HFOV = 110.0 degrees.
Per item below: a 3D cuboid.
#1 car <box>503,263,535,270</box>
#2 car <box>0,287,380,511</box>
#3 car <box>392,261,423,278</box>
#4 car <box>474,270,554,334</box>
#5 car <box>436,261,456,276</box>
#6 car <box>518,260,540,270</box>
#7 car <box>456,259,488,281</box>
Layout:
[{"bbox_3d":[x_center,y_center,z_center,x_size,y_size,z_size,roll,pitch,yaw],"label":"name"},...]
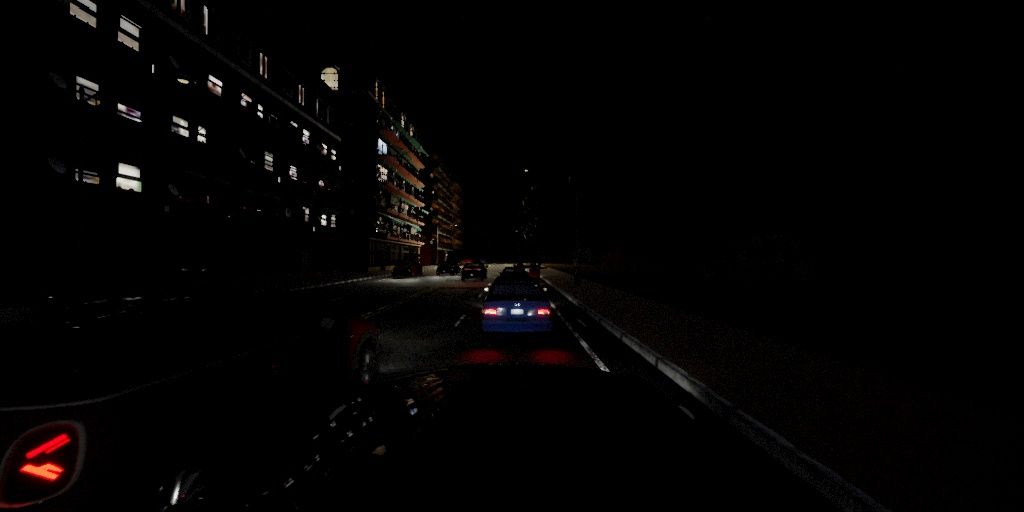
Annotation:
[{"bbox_3d":[0.118,1.317,20.904,1.994,1.385,4.181,0,0,1],"label":"car"},{"bbox_3d":[-3.150,1.103,3.872,2.097,1.767,4.553,0,0,0],"label":"car"},{"bbox_3d":[-9.810,1.231,33.897,1.882,1.535,5.008,0,0,0],"label":"car"},{"bbox_3d":[0.112,1.299,10.570,2.033,1.411,5.357,0,0,0],"label":"car"},{"bbox_3d":[-6.556,1.258,37.015,1.837,1.490,4.892,0,0,0],"label":"car"},{"bbox_3d":[1.173,1.104,29.839,2.097,1.767,4.553,0,0,0],"label":"car"},{"bbox_3d":[-3.110,1.246,30.195,2.128,1.511,4.902,0,0,0],"label":"car"}]
